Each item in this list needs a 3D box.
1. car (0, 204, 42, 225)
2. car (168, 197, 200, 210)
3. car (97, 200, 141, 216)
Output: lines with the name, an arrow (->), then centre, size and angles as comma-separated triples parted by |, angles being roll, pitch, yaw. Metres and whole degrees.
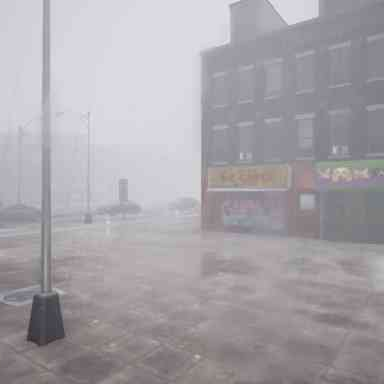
car -> -12.753, 1.515, 23.489 | 1.994, 1.385, 4.181 | 0, 0, 36
car -> -0.924, 1.382, 40.217 | 1.837, 1.490, 4.892 | 0, 0, 36
car -> -6.881, 1.439, 31.801 | 1.812, 1.442, 4.674 | 0, 0, 35
